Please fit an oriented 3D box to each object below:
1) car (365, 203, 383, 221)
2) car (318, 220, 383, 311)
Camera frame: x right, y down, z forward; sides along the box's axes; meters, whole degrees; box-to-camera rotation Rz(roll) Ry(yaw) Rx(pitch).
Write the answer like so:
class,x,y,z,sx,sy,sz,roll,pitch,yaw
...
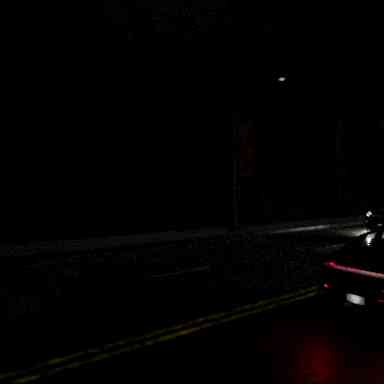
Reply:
class,x,y,z,sx,sy,sz,roll,pitch,yaw
car,12.831,1.339,20.820,4.553,1.767,2.097,0,0,-35
car,4.574,1.487,6.702,4.902,1.511,2.128,0,0,-35
